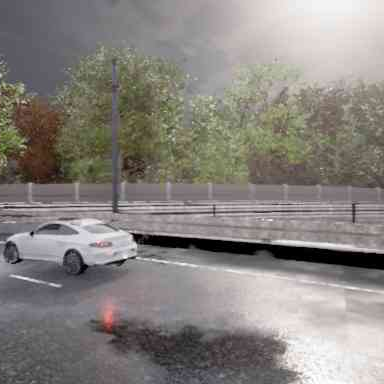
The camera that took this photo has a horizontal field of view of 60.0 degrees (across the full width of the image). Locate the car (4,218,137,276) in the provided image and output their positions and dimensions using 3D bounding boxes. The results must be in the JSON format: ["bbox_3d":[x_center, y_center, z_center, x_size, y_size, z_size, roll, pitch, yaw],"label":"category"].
[{"bbox_3d":[-3.821,1.532,10.309,4.674,1.442,1.812,0,0,31],"label":"car"}]

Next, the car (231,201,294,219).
[{"bbox_3d":[5.925,1.491,27.691,5.357,1.411,2.033,0,0,-17],"label":"car"}]
